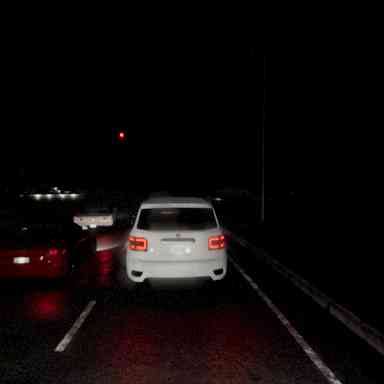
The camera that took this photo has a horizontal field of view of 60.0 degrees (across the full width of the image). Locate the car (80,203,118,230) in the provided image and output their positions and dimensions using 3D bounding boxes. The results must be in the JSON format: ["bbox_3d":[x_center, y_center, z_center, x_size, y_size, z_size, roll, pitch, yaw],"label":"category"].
[{"bbox_3d":[-5.113,1.271,18.225,1.895,1.301,4.718,0,2,-9],"label":"car"}]

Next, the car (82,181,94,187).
[{"bbox_3d":[-25.717,-1.967,82.918,2.033,1.411,5.357,-1,3,-25],"label":"car"}]

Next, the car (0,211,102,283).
[{"bbox_3d":[-4.035,1.476,9.505,1.994,1.385,4.181,0,1,-5],"label":"car"}]

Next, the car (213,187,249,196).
[{"bbox_3d":[5.262,0.010,44.998,5.008,1.535,1.882,0,3,-22],"label":"car"}]

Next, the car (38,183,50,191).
[{"bbox_3d":[-28.316,-1.038,63.595,2.033,1.411,5.357,-1,3,-25],"label":"car"}]

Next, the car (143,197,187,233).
[{"bbox_3d":[-1.663,1.139,18.675,2.128,1.511,4.902,0,2,-9],"label":"car"}]

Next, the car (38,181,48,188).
[{"bbox_3d":[-34.808,-1.709,77.569,2.033,1.411,5.357,-1,3,-25],"label":"car"}]

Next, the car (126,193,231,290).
[{"bbox_3d":[-0.475,1.132,9.079,2.150,2.045,5.566,0,1,-4],"label":"car"}]

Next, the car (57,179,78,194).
[{"bbox_3d":[-20.067,-0.852,53.584,2.150,2.045,5.566,-1,3,-22],"label":"car"}]

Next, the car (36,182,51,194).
[{"bbox_3d":[-23.206,-0.520,52.039,1.882,1.535,5.008,-1,3,-23],"label":"car"}]

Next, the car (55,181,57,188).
[{"bbox_3d":[-25.092,-1.092,64.960,1.994,1.385,4.181,-1,3,-25],"label":"car"}]

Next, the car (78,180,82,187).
[{"bbox_3d":[-28.905,-2.210,81.459,2.150,2.045,5.566,-1,3,-25],"label":"car"}]
